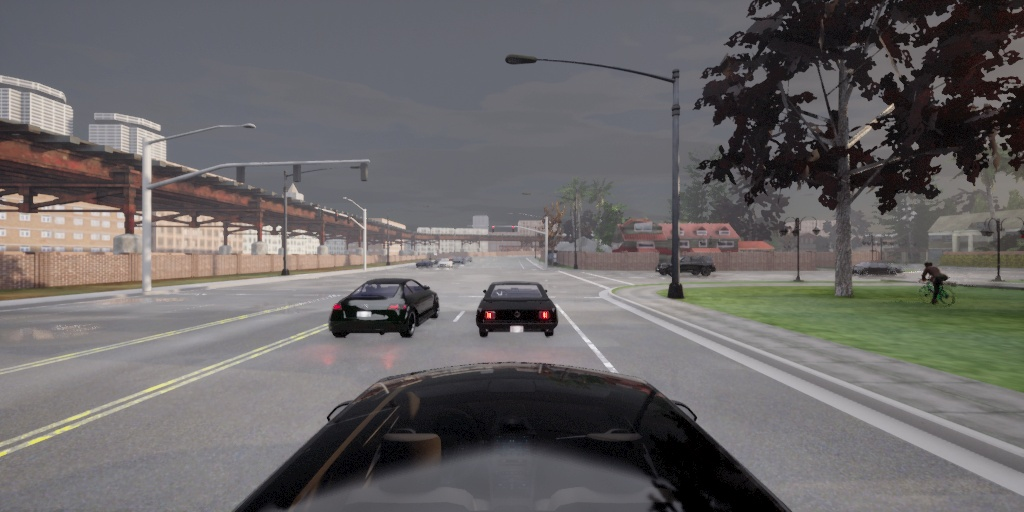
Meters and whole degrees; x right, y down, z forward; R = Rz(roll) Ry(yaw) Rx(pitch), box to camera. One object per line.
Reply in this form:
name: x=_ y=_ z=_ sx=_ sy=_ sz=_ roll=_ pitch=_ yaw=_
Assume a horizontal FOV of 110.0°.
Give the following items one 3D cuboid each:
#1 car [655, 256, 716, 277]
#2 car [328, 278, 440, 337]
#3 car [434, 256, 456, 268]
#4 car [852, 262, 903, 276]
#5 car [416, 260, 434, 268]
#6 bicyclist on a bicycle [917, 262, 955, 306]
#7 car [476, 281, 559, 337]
car: x=17.266 y=0.971 z=35.697 sx=5.566 sy=2.045 sz=2.150 roll=0 pitch=0 yaw=-2
car: x=-3.394 y=1.314 z=10.279 sx=1.994 sy=1.385 sz=4.181 roll=0 pitch=0 yaw=1
car: x=-10.528 y=1.159 z=56.637 sx=1.812 sy=1.442 sz=4.674 roll=0 pitch=1 yaw=0
car: x=36.060 y=1.297 z=36.125 sx=5.357 sy=1.411 sz=2.033 roll=0 pitch=0 yaw=-1
car: x=-14.036 y=1.225 z=57.687 sx=1.895 sy=1.301 sz=4.718 roll=0 pitch=1 yaw=0
bicyclist on a bicycle: x=16.144 y=1.060 z=13.704 sx=0.582 sy=1.620 sz=1.656 roll=-5 pitch=-4 yaw=18
car: x=0.098 y=1.351 z=10.241 sx=1.895 sy=1.301 sz=4.718 roll=0 pitch=0 yaw=0
